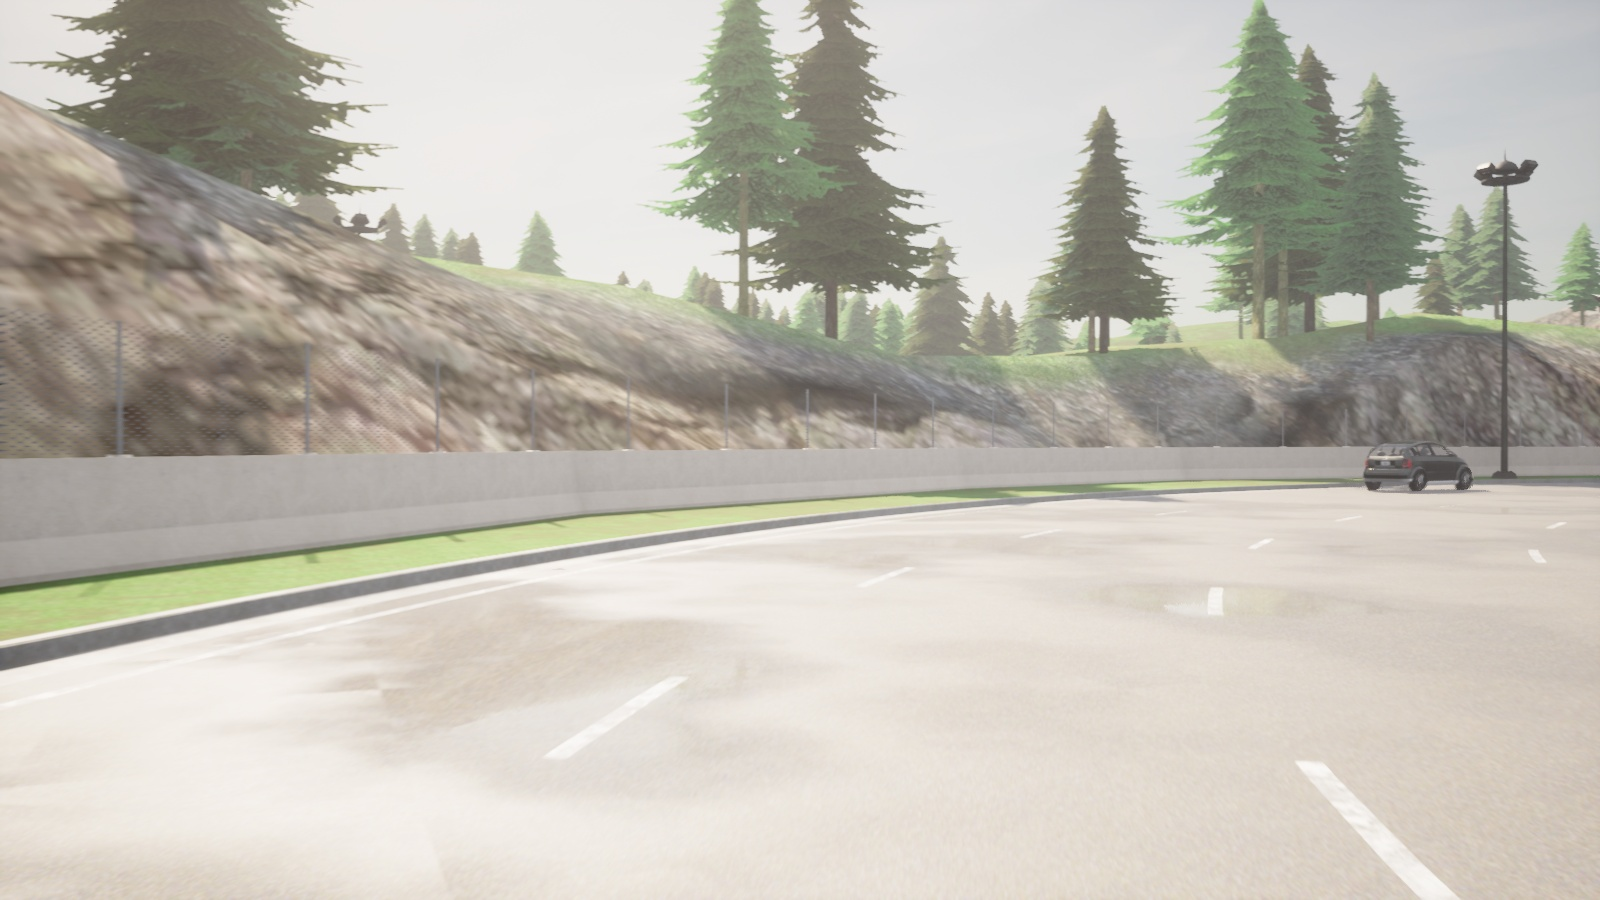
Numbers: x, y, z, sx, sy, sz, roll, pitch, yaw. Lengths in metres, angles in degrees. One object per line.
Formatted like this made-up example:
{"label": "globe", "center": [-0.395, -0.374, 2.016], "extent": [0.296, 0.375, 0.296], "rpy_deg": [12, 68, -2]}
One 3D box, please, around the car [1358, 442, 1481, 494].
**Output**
{"label": "car", "center": [19.455, 0.534, 39.417], "extent": [3.705, 1.549, 1.789], "rpy_deg": [0, 0, -33]}
